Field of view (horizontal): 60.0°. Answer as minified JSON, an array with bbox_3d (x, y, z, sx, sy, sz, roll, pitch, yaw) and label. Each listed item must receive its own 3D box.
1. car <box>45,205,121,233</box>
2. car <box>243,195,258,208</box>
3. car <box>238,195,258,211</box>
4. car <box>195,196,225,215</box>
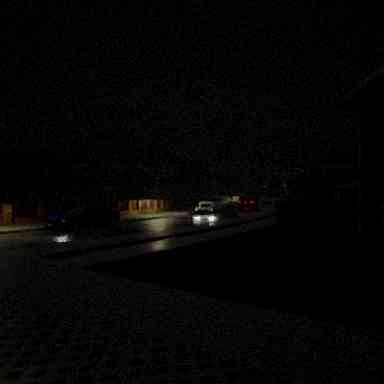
[{"bbox_3d":[-6.753,1.596,21.020,1.882,1.535,5.008,0,0,33],"label":"car"},{"bbox_3d":[9.642,1.503,55.078,2.150,2.045,5.566,0,0,8],"label":"car"},{"bbox_3d":[7.483,1.454,44.720,2.150,2.045,5.566,0,0,15],"label":"car"},{"bbox_3d":[2.142,1.426,37.690,2.150,2.045,5.566,0,0,21],"label":"car"}]
